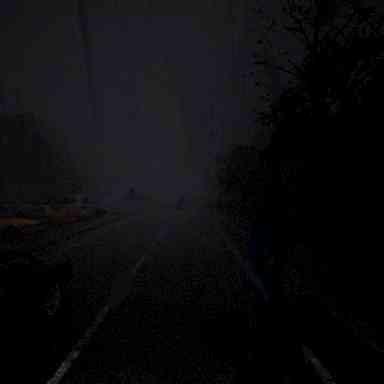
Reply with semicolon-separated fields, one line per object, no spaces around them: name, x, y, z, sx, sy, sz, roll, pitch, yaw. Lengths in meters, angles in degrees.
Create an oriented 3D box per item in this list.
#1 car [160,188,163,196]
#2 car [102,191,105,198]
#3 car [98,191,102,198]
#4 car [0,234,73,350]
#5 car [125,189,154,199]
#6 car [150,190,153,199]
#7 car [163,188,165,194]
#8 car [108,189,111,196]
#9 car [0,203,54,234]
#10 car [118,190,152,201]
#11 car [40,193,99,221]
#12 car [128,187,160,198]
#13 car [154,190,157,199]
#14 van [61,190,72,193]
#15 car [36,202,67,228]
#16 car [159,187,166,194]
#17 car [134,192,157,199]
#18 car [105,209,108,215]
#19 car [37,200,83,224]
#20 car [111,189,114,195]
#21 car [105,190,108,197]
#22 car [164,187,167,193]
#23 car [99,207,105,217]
car;-10.201;0.507;82.322;4.553;1.767;2.185;0;1;0
car;-23.305;0.787;76.614;4.792;1.488;2.163;0;1;0
car;-23.530;0.797;73.958;5.366;1.575;1.946;0;1;0
car;-3.356;1.590;4.589;1.895;1.301;4.718;0;0;0
car;-10.327;0.755;65.603;4.553;1.767;2.185;0;0;0
car;-10.336;0.919;62.818;4.792;1.488;2.163;0;0;0
car;-10.241;0.502;87.899;4.792;1.488;2.163;0;2;0
car;-23.308;0.633;82.193;5.008;1.535;2.097;0;1;0
car;-9.996;1.492;16.340;5.366;1.575;1.946;0;0;0
car;-10.287;0.928;60.034;4.792;1.488;2.163;0;0;0
car;-10.185;1.280;24.670;5.566;2.045;2.435;0;0;0
car;-10.303;0.587;71.174;5.566;2.045;2.435;0;1;0
car;-10.280;0.864;68.383;5.008;1.535;2.097;0;1;0
van;-23.270;0.671;59.999;4.442;1.987;1.878;1;0;0
car;-10.179;1.508;19.116;4.892;1.521;2.231;0;0;0
car;-10.232;0.255;90.680;4.553;1.767;2.185;0;2;0
car;-10.258;0.804;73.966;4.892;1.521;2.231;0;1;0
car;-10.111;1.585;30.221;4.792;1.488;2.163;0;0;0
car;-10.350;1.516;21.893;5.366;1.575;1.946;0;0;0
car;-23.296;0.555;85.110;4.892;1.521;2.231;0;1;0
car;-23.319;0.699;79.404;5.008;1.535;2.097;0;1;0
car;-10.222;0.153;93.458;4.553;1.767;2.185;0;2;0
car;-10.154;1.543;27.445;5.008;1.535;2.097;0;0;0
